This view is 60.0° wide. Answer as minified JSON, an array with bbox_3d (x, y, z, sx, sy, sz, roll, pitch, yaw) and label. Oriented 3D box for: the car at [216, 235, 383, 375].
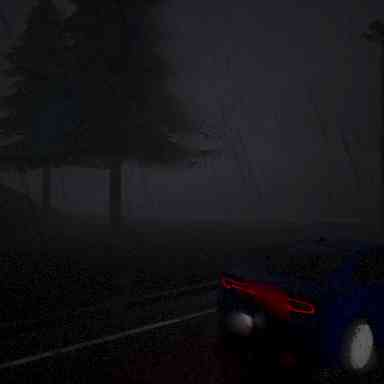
[{"bbox_3d":[2.704,1.476,5.669,5.008,1.535,1.882,0,0,-35],"label":"car"}]
